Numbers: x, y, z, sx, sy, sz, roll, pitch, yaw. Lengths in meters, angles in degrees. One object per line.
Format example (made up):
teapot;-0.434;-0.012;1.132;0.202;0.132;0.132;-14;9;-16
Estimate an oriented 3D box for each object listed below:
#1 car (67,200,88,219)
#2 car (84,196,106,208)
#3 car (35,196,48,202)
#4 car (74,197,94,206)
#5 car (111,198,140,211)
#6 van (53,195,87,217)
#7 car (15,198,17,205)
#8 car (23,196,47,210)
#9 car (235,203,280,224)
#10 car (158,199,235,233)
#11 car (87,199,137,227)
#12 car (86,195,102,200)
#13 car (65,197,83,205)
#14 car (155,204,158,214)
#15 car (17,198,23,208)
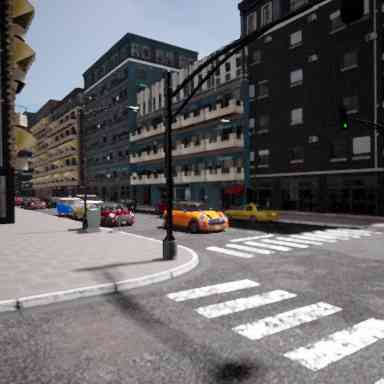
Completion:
car;-8.850;1.646;28.384;1.752;1.417;4.829;-1;1;-36
car;-15.014;1.491;51.401;1.967;1.590;4.097;-1;1;-36
car;-37.552;1.717;82.910;1.887;1.381;4.507;-1;1;-36
car;-18.233;1.633;55.903;1.947;1.339;4.313;-1;1;-36
car;-8.573;1.570;42.399;2.008;1.369;4.403;-1;1;-36
van;-12.171;1.477;33.022;1.690;1.788;3.998;-1;1;-36
car;-31.488;1.777;60.031;1.887;1.381;4.507;-1;1;-36
car;-21.830;1.622;46.526;1.967;1.590;4.097;-1;1;-36
car;4.208;1.487;24.533;1.752;1.417;4.829;-1;1;-36
car;0.128;1.403;20.283;2.097;1.767;4.553;-1;0;-36
car;-5.730;1.547;24.021;1.967;1.590;4.097;-1;1;-36
car;-11.235;1.322;36.173;2.150;2.045;5.566;-1;1;-35
car;-21.452;1.634;60.404;2.008;1.369;4.403;-1;1;-36
car;-2.135;1.430;33.396;1.967;1.590;4.097;-1;1;-36
car;-25.048;1.764;51.028;1.947;1.339;4.313;-1;1;-36
